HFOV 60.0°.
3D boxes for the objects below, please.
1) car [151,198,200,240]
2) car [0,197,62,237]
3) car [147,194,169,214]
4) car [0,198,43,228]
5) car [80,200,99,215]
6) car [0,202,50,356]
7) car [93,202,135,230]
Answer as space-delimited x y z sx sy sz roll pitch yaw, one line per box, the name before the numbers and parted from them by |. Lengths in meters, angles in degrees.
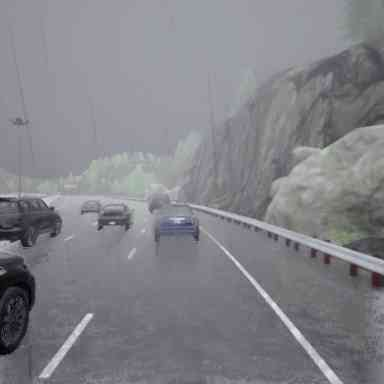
car | -0.846 1.355 17.113 2.097 1.767 4.553 0 0 -5
car | -7.648 1.238 14.879 2.150 2.045 5.566 0 0 -5
car | -3.632 1.232 36.537 2.150 2.045 5.566 0 0 -11
car | -12.061 1.378 22.885 2.097 1.767 4.553 0 0 -7
car | -10.325 1.572 34.378 2.033 1.411 5.357 0 0 -11
car | -3.505 1.229 2.903 2.150 2.045 5.566 0 0 -1
car | -4.806 1.517 21.333 1.837 1.490 4.892 0 0 -6
